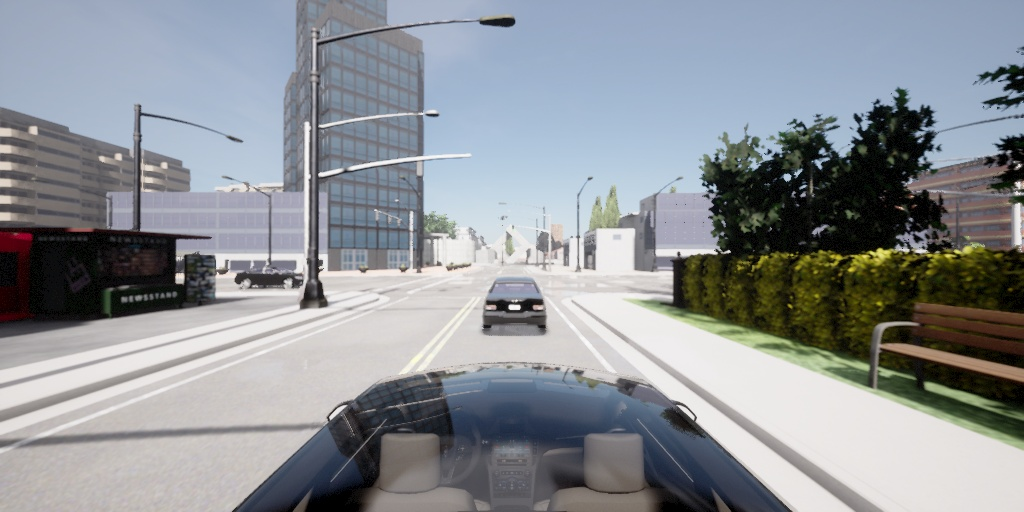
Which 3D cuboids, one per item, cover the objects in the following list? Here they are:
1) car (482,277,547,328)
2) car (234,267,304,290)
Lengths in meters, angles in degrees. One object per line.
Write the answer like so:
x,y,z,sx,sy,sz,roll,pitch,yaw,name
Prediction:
0.087,1.370,11.620,2.033,1.411,5.357,0,0,1,car
-16.675,1.521,25.194,4.902,1.511,2.128,-1,0,0,car
